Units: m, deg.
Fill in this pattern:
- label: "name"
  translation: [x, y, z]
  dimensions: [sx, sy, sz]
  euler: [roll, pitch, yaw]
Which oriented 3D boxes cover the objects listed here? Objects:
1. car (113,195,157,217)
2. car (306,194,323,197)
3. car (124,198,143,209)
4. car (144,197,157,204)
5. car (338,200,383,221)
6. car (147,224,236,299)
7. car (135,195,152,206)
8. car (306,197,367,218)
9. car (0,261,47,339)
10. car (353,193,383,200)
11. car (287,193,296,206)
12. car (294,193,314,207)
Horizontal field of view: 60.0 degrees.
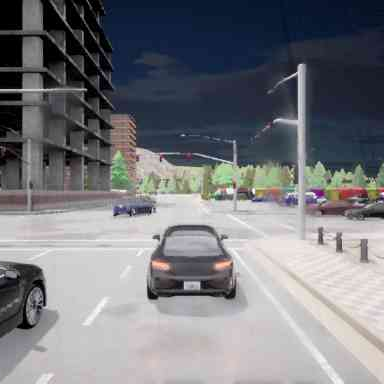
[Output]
- label: "car"
  translation: [-5.448, 1.376, 31.802]
  dimensions: [2.097, 1.767, 4.553]
  euler: [0, 0, 27]
- label: "car"
  translation: [20.780, 1.451, 56.339]
  dimensions: [3.806, 1.475, 1.970]
  euler: [0, 0, 0]
- label: "car"
  translation: [-7.968, 1.526, 45.675]
  dimensions: [1.812, 1.442, 4.674]
  euler: [0, 0, 0]
- label: "car"
  translation: [-8.167, 1.601, 65.857]
  dimensions: [1.895, 1.301, 4.718]
  euler: [0, 0, 0]
- label: "car"
  translation: [14.973, 1.581, 27.333]
  dimensions: [4.674, 1.442, 1.812]
  euler: [0, 0, -1]
- label: "car"
  translation: [-0.032, 1.526, 8.308]
  dimensions: [1.812, 1.442, 4.674]
  euler: [0, 0, -1]
- label: "car"
  translation: [-8.088, 1.352, 55.754]
  dimensions: [2.097, 1.767, 4.553]
  euler: [0, 0, 0]
- label: "car"
  translation: [12.981, 1.533, 30.835]
  dimensions: [5.008, 1.535, 1.882]
  euler: [0, 0, -1]
- label: "car"
  translation: [-3.488, 1.492, 4.029]
  dimensions: [2.128, 1.511, 4.902]
  euler: [0, 0, 0]
- label: "car"
  translation: [35.730, 1.209, 67.551]
  dimensions: [4.605, 1.855, 1.932]
  euler: [0, 0, 0]
- label: "car"
  translation: [20.700, 1.209, 61.917]
  dimensions: [4.605, 1.855, 1.932]
  euler: [0, 0, 0]
- label: "car"
  translation: [20.765, 1.419, 59.234]
  dimensions: [3.905, 1.438, 1.784]
  euler: [0, 0, 0]
